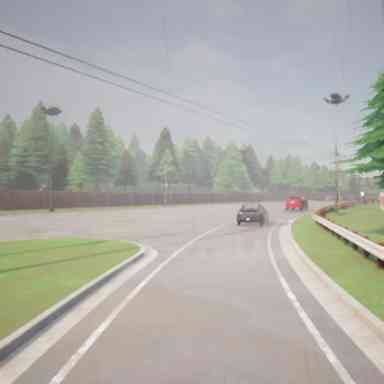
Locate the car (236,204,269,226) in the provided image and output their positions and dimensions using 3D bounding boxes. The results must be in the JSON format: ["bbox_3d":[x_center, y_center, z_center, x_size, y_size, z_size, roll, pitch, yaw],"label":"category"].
[{"bbox_3d":[4.533,1.636,24.500,2.128,1.511,4.902,0,0,19],"label":"car"}]

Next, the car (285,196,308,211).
[{"bbox_3d":[14.276,1.512,45.263,2.150,2.045,5.566,0,0,29],"label":"car"}]
